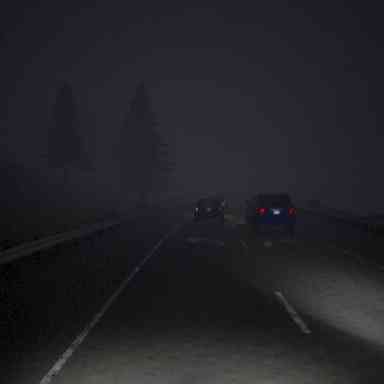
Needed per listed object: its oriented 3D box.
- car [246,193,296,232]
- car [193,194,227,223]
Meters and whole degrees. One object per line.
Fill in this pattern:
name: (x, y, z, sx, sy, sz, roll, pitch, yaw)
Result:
car: (4.389, 1.090, 19.122, 2.150, 2.045, 5.566, 0, 0, 4)
car: (1.319, 1.183, 24.180, 2.097, 1.767, 4.553, 0, 1, 6)
